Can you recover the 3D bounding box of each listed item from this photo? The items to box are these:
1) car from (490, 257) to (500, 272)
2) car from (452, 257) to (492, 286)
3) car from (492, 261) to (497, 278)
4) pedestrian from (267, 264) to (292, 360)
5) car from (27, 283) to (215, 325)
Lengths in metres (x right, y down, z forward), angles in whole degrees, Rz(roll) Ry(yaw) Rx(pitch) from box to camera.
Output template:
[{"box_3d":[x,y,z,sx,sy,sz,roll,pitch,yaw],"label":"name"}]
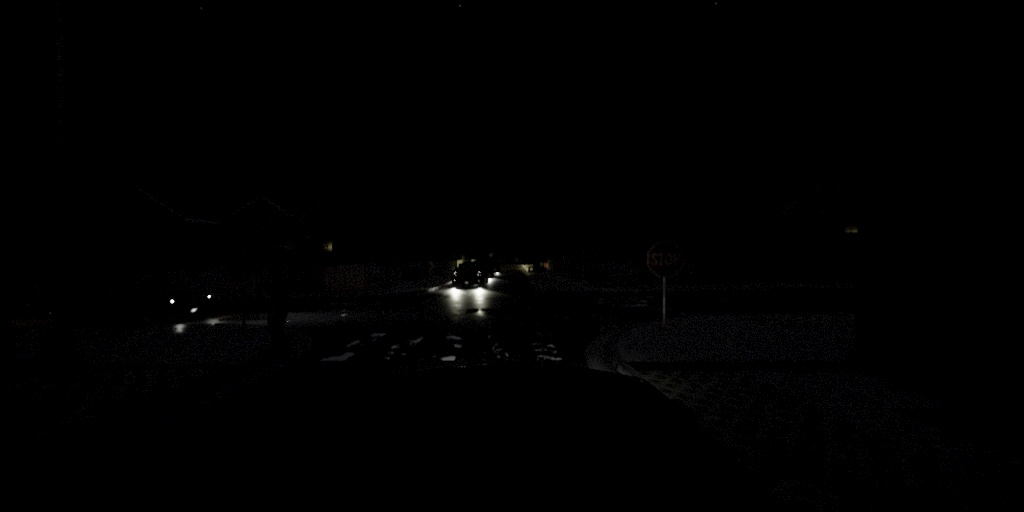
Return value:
[{"box_3d":[-2.808,1.133,50.348,2.150,2.045,5.566,0,0,0],"label":"car"},{"box_3d":[-2.895,1.183,25.689,2.097,1.767,4.553,0,0,2],"label":"car"},{"box_3d":[-2.825,1.428,35.606,1.994,1.385,4.181,0,0,0],"label":"car"},{"box_3d":[-4.494,1.062,6.922,0.375,1.860,0.375,0,0,0],"label":"pedestrian"},{"box_3d":[-13.218,1.594,12.383,4.718,1.301,1.895,-1,0,-1],"label":"car"}]
